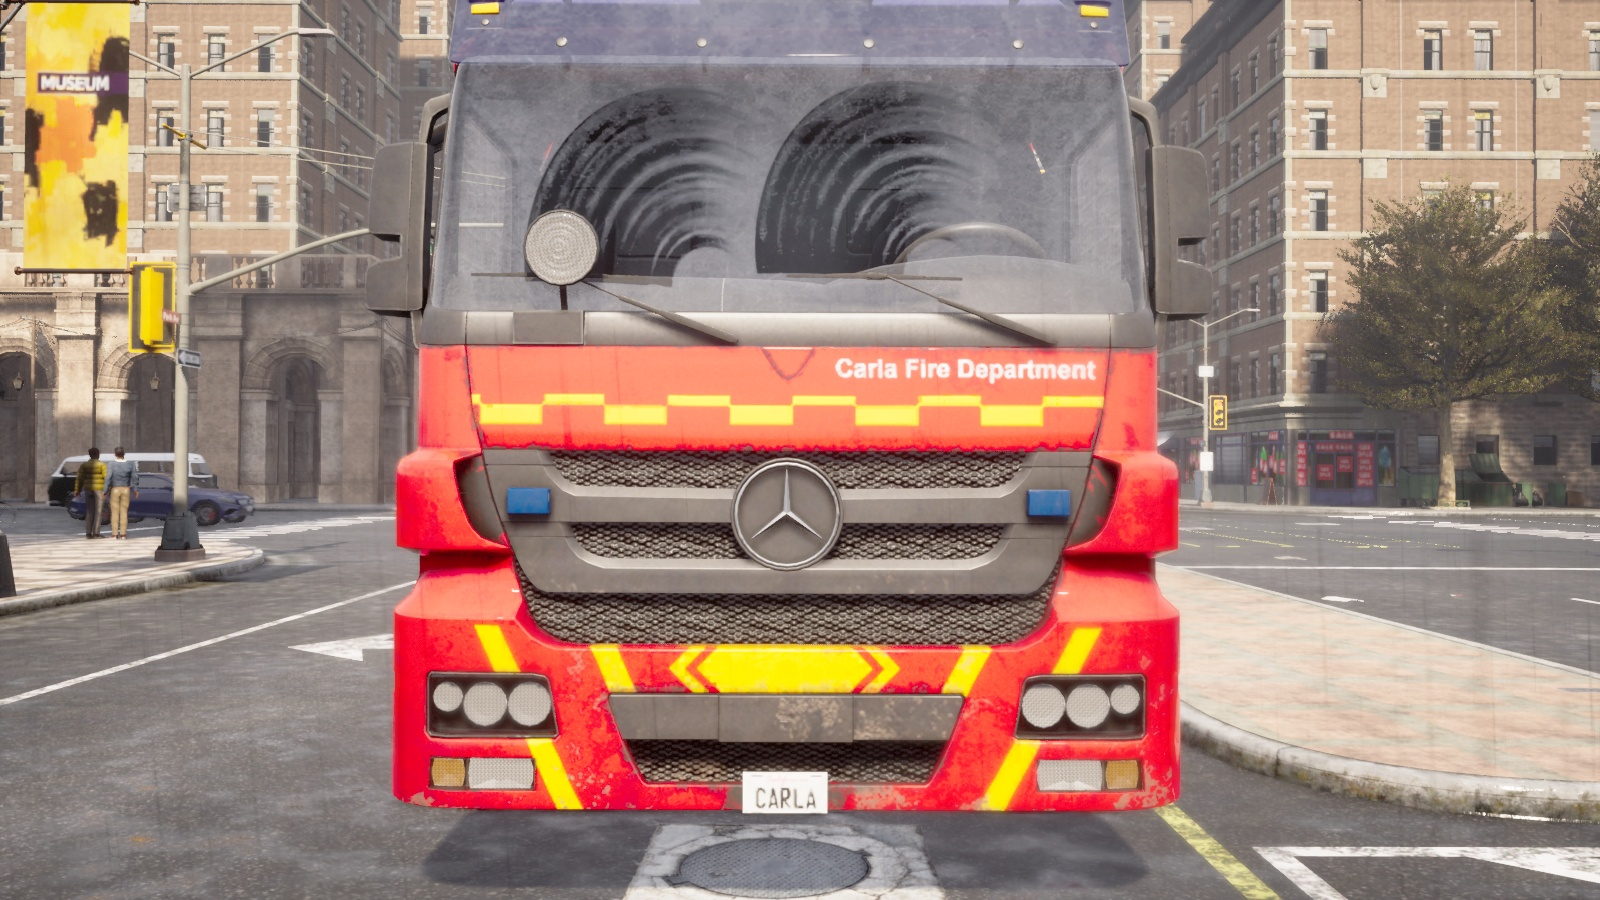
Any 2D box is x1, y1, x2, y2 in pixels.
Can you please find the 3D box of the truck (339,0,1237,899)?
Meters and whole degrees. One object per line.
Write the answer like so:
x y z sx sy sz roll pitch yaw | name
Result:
-0.054 -0.211 8.305 2.891 3.827 8.468 0 -1 0 | truck

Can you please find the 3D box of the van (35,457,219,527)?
-20.385 1.260 38.206 4.480 2.038 2.069 0 -1 0 | van

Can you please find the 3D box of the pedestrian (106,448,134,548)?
-13.447 0.941 24.820 0.423 1.949 0.788 0 -1 -32 | pedestrian

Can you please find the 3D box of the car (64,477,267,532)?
-17.464 1.492 34.725 4.674 1.442 1.812 0 -1 0 | car

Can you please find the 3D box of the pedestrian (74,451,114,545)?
-14.035 0.946 24.985 0.370 1.835 0.726 0 -1 0 | pedestrian
